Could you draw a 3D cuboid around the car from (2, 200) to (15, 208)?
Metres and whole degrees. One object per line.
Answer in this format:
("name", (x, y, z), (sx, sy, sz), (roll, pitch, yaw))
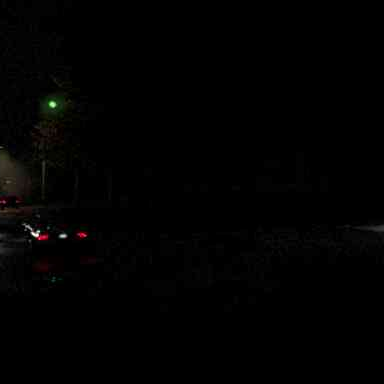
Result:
("car", (-33.419, 2.156, 60.555), (1.837, 1.490, 4.892), (0, -1, -30))

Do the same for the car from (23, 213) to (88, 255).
("car", (-5.594, 1.555, 13.384), (2.033, 1.411, 5.357), (0, 0, -30))

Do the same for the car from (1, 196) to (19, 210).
("car", (-28.011, 1.645, 51.363), (2.150, 2.045, 5.566), (0, -1, -30))
